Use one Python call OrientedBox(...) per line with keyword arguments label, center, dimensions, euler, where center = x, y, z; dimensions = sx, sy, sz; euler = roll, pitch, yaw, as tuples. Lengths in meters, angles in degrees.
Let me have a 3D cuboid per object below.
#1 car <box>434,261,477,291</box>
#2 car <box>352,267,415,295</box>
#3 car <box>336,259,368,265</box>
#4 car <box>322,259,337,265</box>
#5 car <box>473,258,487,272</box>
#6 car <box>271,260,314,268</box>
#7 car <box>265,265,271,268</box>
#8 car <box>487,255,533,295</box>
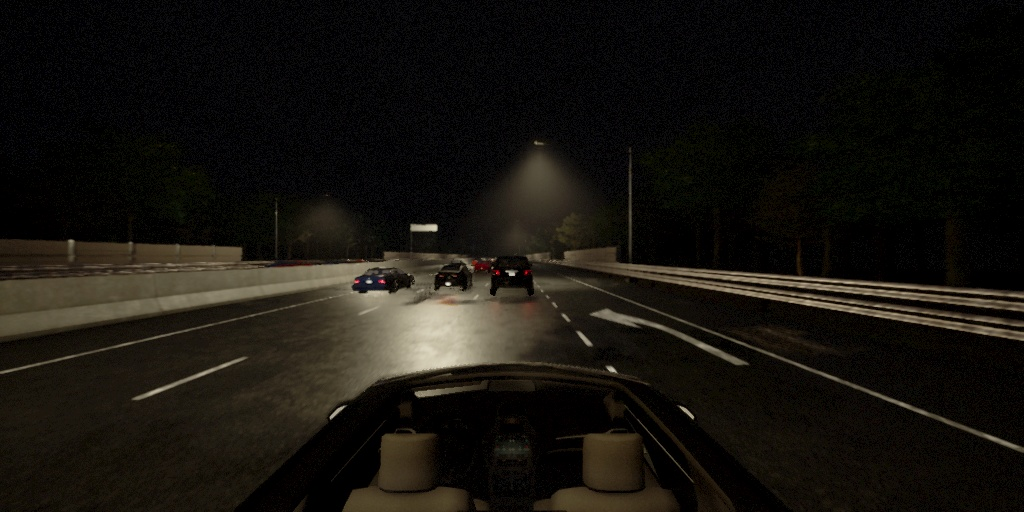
OrientedBox(label="car", center=(-3.501, 1.272, 22.064), dimensions=(1.837, 1.490, 4.892), euler=(0, 0, 0))
OrientedBox(label="car", center=(-7.005, 1.311, 20.074), dimensions=(2.033, 1.411, 5.357), euler=(0, 0, 0))
OrientedBox(label="car", center=(-17.575, 1.264, 40.851), dimensions=(1.882, 1.535, 5.008), euler=(0, 0, 0))
OrientedBox(label="car", center=(-21.057, 1.142, 42.948), dimensions=(2.097, 1.767, 4.553), euler=(0, 0, 0))
OrientedBox(label="car", center=(-3.507, 1.265, 44.053), dimensions=(1.882, 1.535, 5.008), euler=(0, 0, 0))
OrientedBox(label="car", center=(-24.569, 1.266, 40.798), dimensions=(1.882, 1.535, 5.008), euler=(0, 0, 0))
OrientedBox(label="car", center=(-28.051, 1.318, 43.767), dimensions=(1.812, 1.442, 4.674), euler=(0, 0, 1))
OrientedBox(label="car", center=(-0.002, 0.984, 20.096), dimensions=(2.150, 2.045, 5.566), euler=(0, 0, 0))
